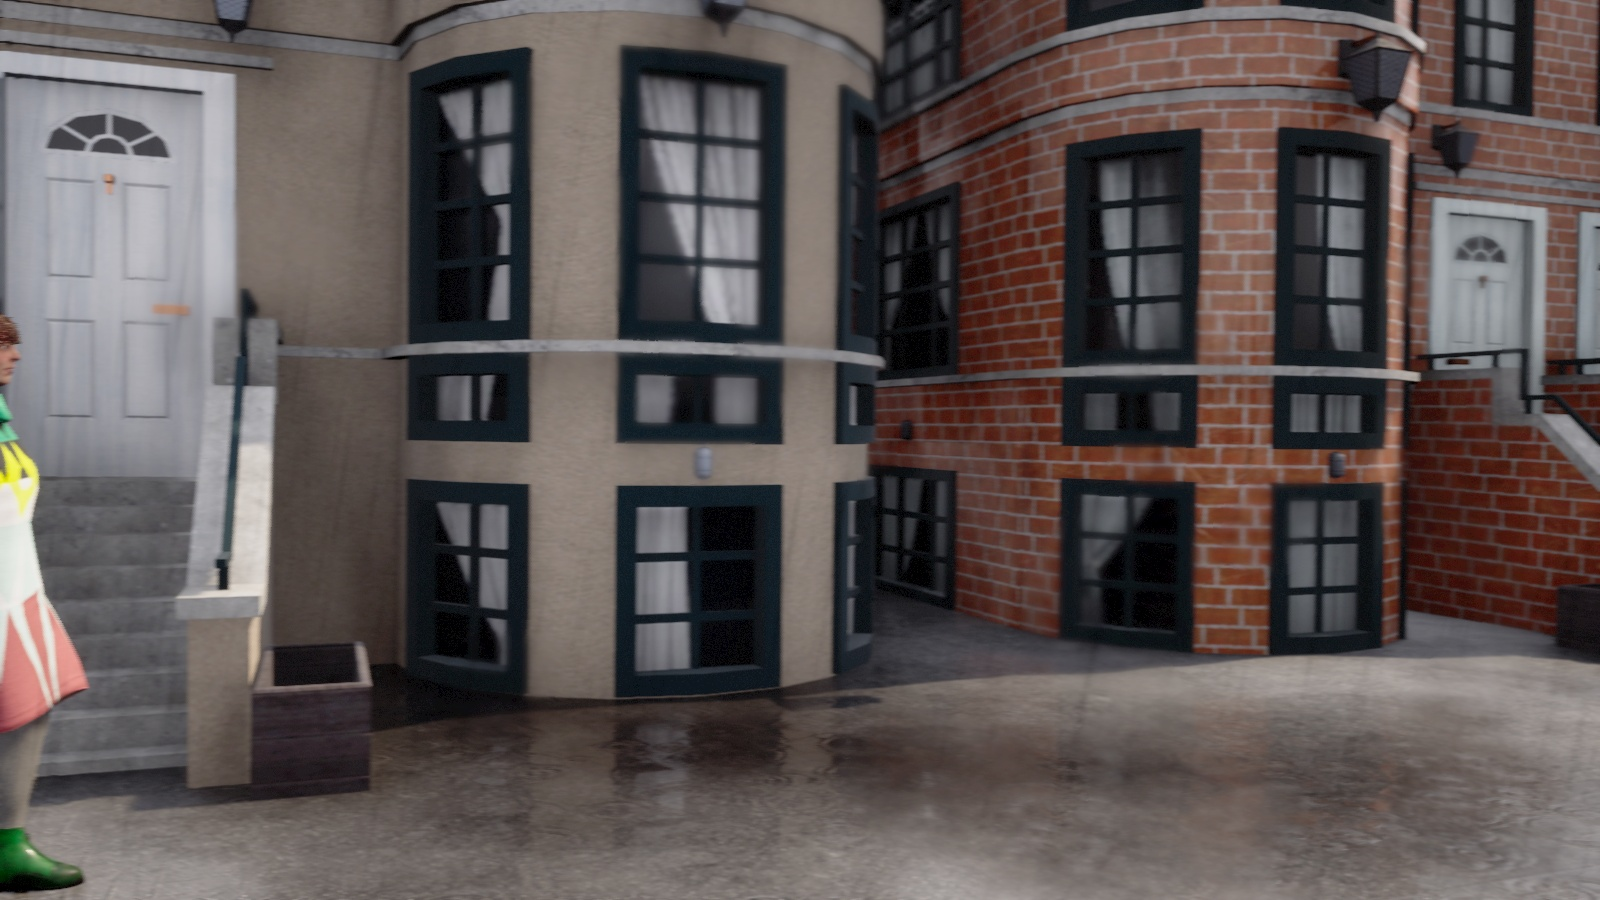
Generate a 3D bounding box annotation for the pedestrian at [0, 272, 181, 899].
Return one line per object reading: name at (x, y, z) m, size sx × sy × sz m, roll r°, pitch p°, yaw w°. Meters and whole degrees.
pedestrian at (-2.485, 0.472, 3.841) m, size 0.873 × 1.952 × 0.659 m, roll -1°, pitch 1°, yaw -9°
